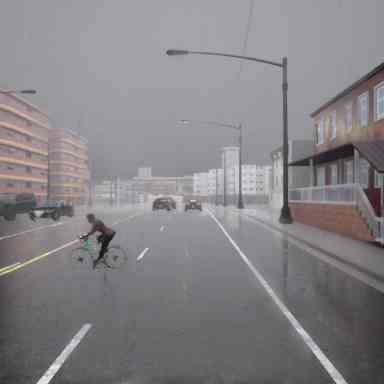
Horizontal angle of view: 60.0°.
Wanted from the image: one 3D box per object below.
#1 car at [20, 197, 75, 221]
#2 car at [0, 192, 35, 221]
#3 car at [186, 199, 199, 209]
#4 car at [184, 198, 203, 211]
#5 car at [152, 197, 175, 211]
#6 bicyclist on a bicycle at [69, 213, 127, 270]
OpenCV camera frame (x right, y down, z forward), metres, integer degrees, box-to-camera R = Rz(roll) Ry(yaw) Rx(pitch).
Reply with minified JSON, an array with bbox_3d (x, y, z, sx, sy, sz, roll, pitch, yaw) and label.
[{"bbox_3d":[-10.502,1.318,25.240,2.128,1.511,4.902,0,0,1],"label":"car"},{"bbox_3d":[-13.996,1.050,25.646,2.150,2.045,5.566,0,0,1],"label":"car"},{"bbox_3d":[0.070,1.690,48.068,1.812,1.442,4.674,0,-2,1],"label":"car"},{"bbox_3d":[0.132,1.440,37.900,1.812,1.442,4.674,0,-1,0],"label":"car"},{"bbox_3d":[-3.428,1.404,38.635,1.882,1.535,5.008,0,-1,1],"label":"car"},{"bbox_3d":[-2.697,1.434,9.476,1.656,1.620,0.582,-2,0,0],"label":"bicyclist on a bicycle"}]
